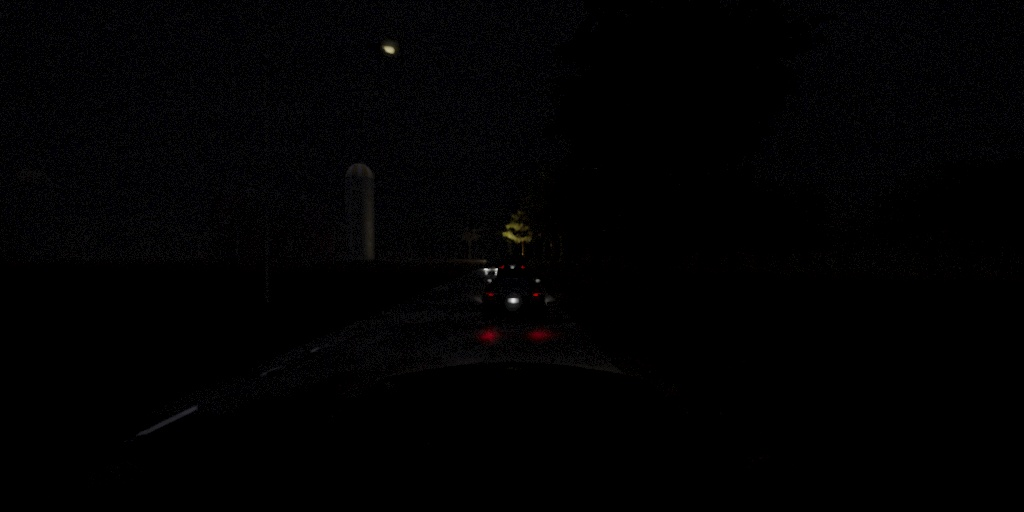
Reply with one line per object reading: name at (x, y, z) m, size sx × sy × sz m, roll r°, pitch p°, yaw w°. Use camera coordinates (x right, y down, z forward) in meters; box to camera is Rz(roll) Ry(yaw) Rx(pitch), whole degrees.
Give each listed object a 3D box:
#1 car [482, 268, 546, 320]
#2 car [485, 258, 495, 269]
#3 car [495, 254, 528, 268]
car at (0.058, 1.262, 12.403) m, size 1.994 × 1.385 × 4.181 m, roll 0°, pitch 0°, yaw 0°
car at (-2.887, 1.061, 52.846) m, size 1.837 × 1.490 × 4.892 m, roll 0°, pitch 0°, yaw 0°
car at (0.050, 0.864, 27.707) m, size 2.150 × 2.045 × 5.566 m, roll 0°, pitch 0°, yaw 0°
